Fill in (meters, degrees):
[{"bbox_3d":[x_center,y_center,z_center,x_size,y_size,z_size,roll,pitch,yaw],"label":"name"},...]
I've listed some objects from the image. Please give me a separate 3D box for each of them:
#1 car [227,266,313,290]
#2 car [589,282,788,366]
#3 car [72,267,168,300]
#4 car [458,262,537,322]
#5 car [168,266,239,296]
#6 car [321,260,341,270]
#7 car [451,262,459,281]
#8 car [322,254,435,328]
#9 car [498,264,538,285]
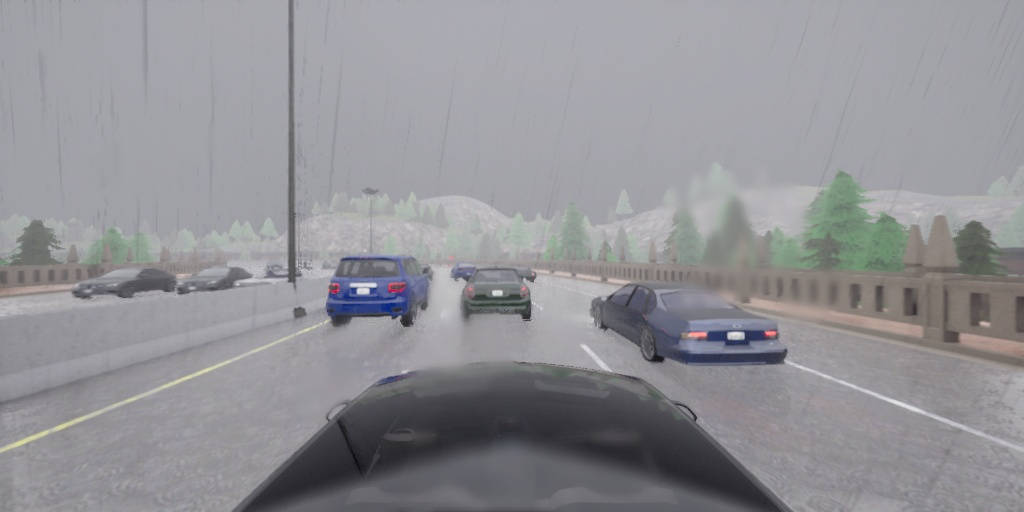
[{"bbox_3d":[-12.225,1.370,18.626,1.895,1.301,4.718,0,0,-10],"label":"car"},{"bbox_3d":[3.321,1.290,8.094,2.033,1.411,5.357,0,0,-4],"label":"car"},{"bbox_3d":[-19.283,1.309,18.237,1.812,1.442,4.674,0,0,-12],"label":"car"},{"bbox_3d":[-0.625,1.099,12.539,2.097,1.767,4.553,0,0,-6],"label":"car"},{"bbox_3d":[-16.020,1.304,19.732,1.812,1.442,4.674,0,0,-12],"label":"car"},{"bbox_3d":[-28.867,1.422,57.046,2.128,1.511,4.902,0,0,-35],"label":"car"},{"bbox_3d":[-4.029,1.241,30.215,1.882,1.535,5.008,0,0,-16],"label":"car"},{"bbox_3d":[-4.000,0.974,11.669,2.150,2.045,5.566,0,0,-6],"label":"car"},{"bbox_3d":[0.330,1.351,27.520,1.895,1.301,4.718,0,0,-14],"label":"car"}]
